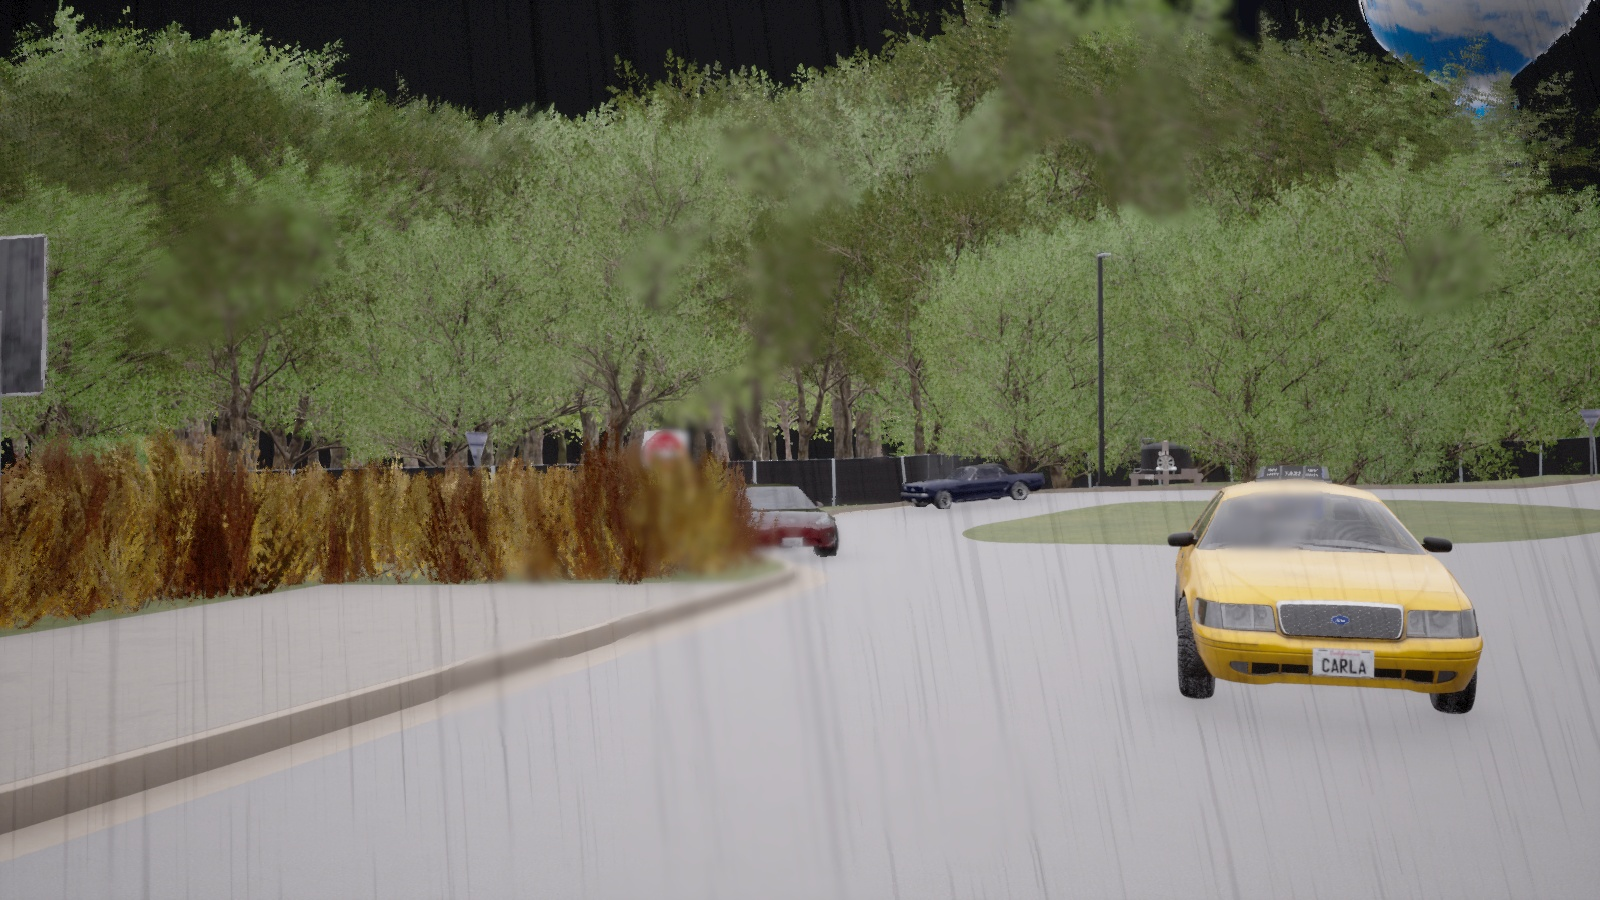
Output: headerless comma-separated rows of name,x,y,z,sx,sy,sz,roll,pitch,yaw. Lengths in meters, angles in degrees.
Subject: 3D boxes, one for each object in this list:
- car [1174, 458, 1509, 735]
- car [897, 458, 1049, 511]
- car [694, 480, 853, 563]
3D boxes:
car,3.950,0.863,10.039,1.801,1.575,5.366,0,0,16
car,5.874,1.153,42.696,4.718,1.301,1.895,-6,1,-21
car,-0.678,1.435,25.917,2.163,1.488,4.792,-1,-2,-15
